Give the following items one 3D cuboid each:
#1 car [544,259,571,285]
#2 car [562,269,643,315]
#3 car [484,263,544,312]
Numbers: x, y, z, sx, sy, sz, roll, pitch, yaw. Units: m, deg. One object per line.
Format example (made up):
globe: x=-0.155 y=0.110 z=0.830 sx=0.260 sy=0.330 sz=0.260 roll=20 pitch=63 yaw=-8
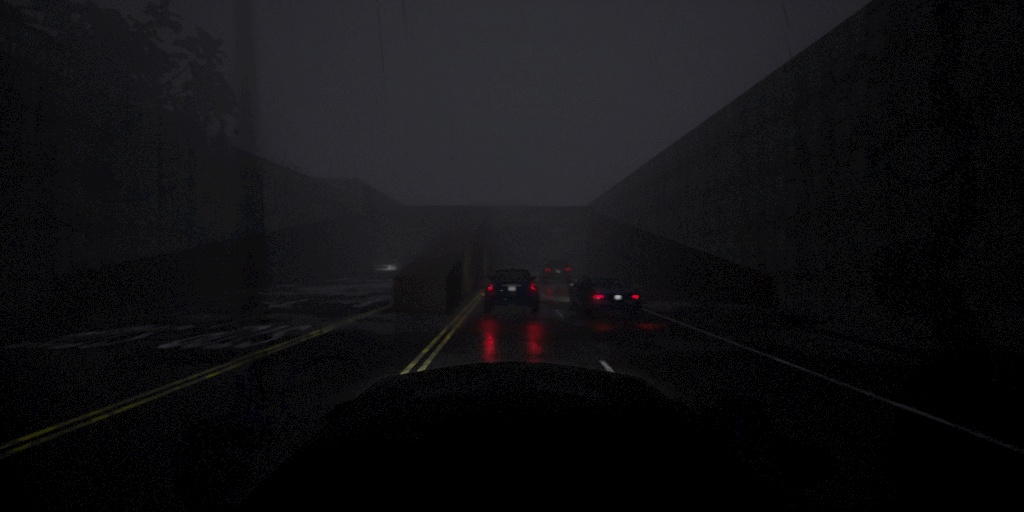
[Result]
car: x=3.505 y=1.278 z=29.393 sx=2.150 sy=2.045 sz=5.566 roll=0 pitch=0 yaw=0
car: x=3.508 y=1.436 z=14.344 sx=2.033 sy=1.411 sz=5.357 roll=0 pitch=-1 yaw=0
car: x=0.021 y=1.250 z=15.261 sx=2.097 sy=1.767 sz=4.553 roll=0 pitch=-1 yaw=0
